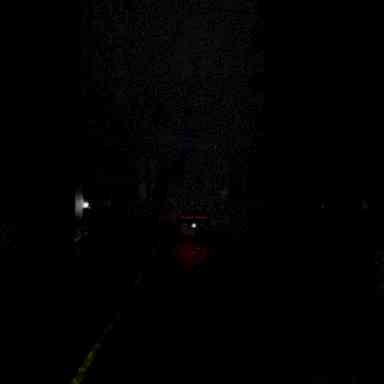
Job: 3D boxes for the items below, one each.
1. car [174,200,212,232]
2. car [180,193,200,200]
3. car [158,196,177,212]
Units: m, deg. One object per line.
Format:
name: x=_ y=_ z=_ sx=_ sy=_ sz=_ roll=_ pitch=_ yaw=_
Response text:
car: x=0.103 y=1.481 z=19.795 sx=1.837 sy=1.490 sz=4.892 roll=0 pitch=1 yaw=0
car: x=0.121 y=1.287 z=34.750 sx=2.097 sy=1.767 sz=4.553 roll=0 pitch=0 yaw=0
car: x=-2.744 y=1.493 z=38.596 sx=1.812 sy=1.442 sz=4.674 roll=0 pitch=0 yaw=0
